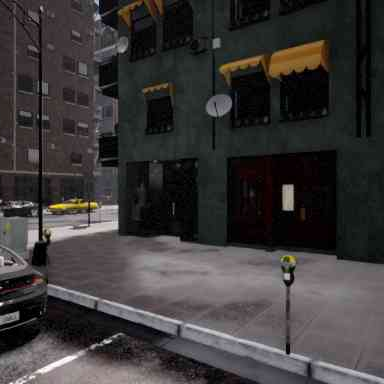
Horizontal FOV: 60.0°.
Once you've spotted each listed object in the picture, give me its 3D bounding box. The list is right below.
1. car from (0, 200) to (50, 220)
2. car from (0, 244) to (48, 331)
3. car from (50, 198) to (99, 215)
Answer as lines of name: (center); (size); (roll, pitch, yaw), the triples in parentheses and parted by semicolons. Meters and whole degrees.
car: (-13.928, 1.350, 25.982); (2.008, 1.369, 4.403); (1, 1, 35)
car: (-4.355, 1.551, 5.976); (4.403, 1.369, 2.008); (0, 0, 35)
car: (-10.840, 1.249, 30.408); (1.752, 1.417, 4.829); (1, 1, 35)
